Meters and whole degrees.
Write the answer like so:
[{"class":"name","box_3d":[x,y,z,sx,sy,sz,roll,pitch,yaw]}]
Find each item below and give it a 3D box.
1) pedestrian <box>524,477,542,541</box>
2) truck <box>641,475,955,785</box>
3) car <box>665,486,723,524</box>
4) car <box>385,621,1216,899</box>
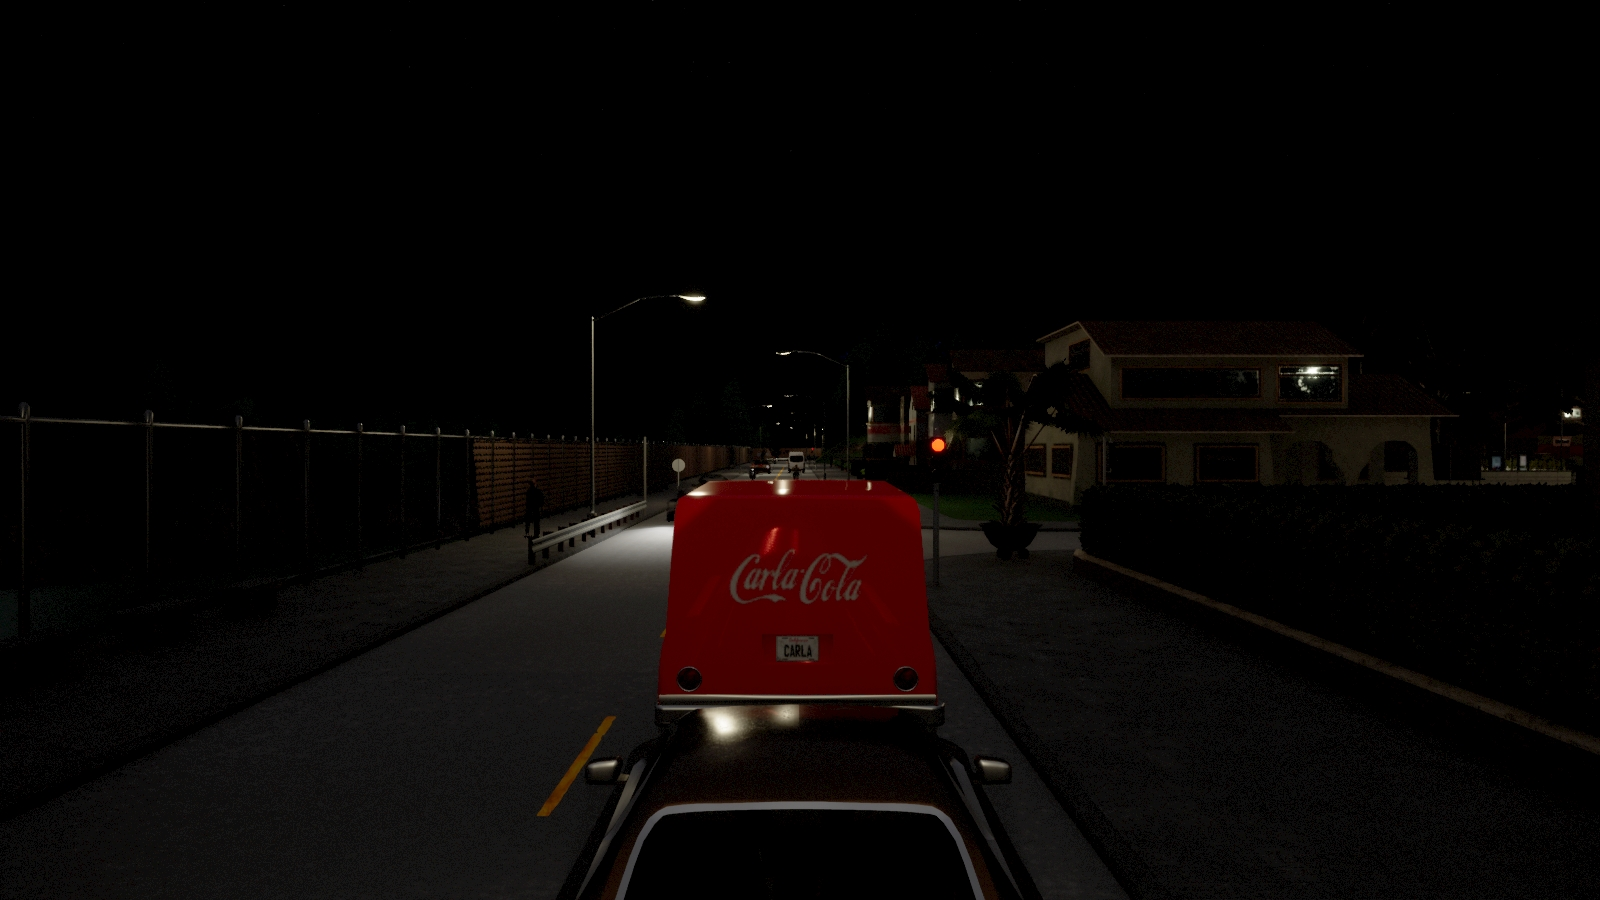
[{"class":"pedestrian","box_3d":[-7.831,1.732,33.509,0.375,1.860,0.375,0,0,11]},{"class":"truck","box_3d":[-0.025,1.564,12.158,2.627,2.467,5.204,0,0,0]},{"class":"car","box_3d":[-4.129,2.139,45.169,1.895,1.301,4.718,0,0,0]},{"class":"car","box_3d":[-0.006,1.989,5.238,2.152,1.651,5.027,0,0,0]}]
